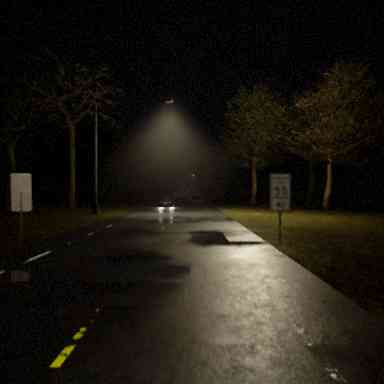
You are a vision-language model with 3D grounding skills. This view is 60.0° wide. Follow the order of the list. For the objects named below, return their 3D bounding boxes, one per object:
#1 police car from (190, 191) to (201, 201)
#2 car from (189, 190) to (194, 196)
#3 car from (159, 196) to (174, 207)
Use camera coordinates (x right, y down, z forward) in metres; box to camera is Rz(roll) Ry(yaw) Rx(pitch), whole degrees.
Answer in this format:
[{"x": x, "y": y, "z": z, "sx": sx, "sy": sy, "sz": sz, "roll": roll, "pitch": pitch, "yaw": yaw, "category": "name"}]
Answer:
[{"x": 1.027, "y": 1.076, "z": 72.373, "sx": 1.930, "sy": 1.638, "sz": 5.238, "roll": 0, "pitch": 1, "yaw": 0, "category": "police car"}, {"x": 1.024, "y": 0.744, "z": 82.287, "sx": 2.150, "sy": 2.045, "sz": 5.566, "roll": 0, "pitch": 1, "yaw": 0, "category": "car"}, {"x": -3.593, "y": 1.338, "z": 47.510, "sx": 1.812, "sy": 1.442, "sz": 4.674, "roll": 0, "pitch": 0, "yaw": 0, "category": "car"}]
